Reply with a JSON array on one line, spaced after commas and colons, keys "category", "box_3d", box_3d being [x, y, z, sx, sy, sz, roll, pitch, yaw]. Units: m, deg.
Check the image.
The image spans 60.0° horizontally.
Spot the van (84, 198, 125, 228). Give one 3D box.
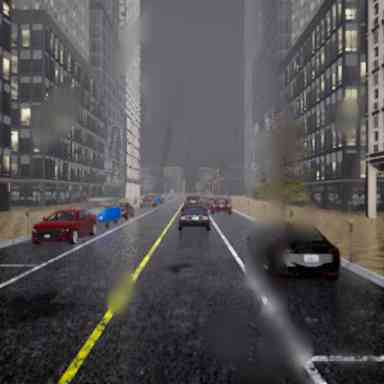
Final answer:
[{"category": "van", "box_3d": [-5.675, 1.249, 20.992, 1.690, 1.788, 3.998, 0, 0, 0]}]

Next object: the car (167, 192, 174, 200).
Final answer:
[{"category": "car", "box_3d": [-5.645, 1.160, 77.743, 1.752, 1.417, 4.829, 0, 0, 0]}]

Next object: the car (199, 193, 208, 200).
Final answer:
[{"category": "car", "box_3d": [2.736, 1.074, 77.893, 1.967, 1.590, 4.097, 0, 0, 0]}]

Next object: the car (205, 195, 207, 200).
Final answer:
[{"category": "car", "box_3d": [2.717, 1.383, 43.742, 1.802, 1.307, 4.206, 0, 0, 0]}]

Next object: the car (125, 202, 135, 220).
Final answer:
[{"category": "car", "box_3d": [-5.673, 1.464, 26.685, 1.802, 1.307, 4.206, 0, 0, 0]}]

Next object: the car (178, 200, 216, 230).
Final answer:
[{"category": "car", "box_3d": [0.108, 1.458, 20.274, 2.033, 1.411, 5.357, 0, 0, 0]}]

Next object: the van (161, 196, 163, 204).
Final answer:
[{"category": "van", "box_3d": [-5.659, 1.115, 49.453, 1.690, 1.788, 3.998, 0, 0, 0]}]

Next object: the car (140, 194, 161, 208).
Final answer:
[{"category": "car", "box_3d": [-5.663, 1.241, 43.760, 1.967, 1.590, 4.097, 0, 0, 0]}]

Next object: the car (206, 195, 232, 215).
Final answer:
[{"category": "car", "box_3d": [2.712, 1.295, 32.357, 1.967, 1.590, 4.097, 0, 0, 0]}]

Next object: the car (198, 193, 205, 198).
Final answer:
[{"category": "car", "box_3d": [2.745, 1.098, 94.969, 2.008, 1.369, 4.403, 0, 0, 0]}]

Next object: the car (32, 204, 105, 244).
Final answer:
[{"category": "car", "box_3d": [-5.679, 1.478, 15.300, 1.887, 1.381, 4.507, 0, 0, 0]}]

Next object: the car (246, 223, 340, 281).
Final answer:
[{"category": "car", "box_3d": [2.698, 1.524, 9.591, 1.947, 1.339, 4.313, 0, 0, 0]}]

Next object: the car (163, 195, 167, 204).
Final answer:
[{"category": "car", "box_3d": [-5.657, 1.312, 55.146, 1.947, 1.339, 4.313, 0, 0, 0]}]

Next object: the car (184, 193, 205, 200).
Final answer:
[{"category": "car", "box_3d": [0.121, 1.175, 39.074, 2.097, 1.767, 4.553, 0, 0, 0]}]

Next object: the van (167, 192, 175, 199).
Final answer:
[{"category": "van", "box_3d": [-5.638, 0.918, 89.297, 1.690, 1.788, 3.998, 0, 0, 0]}]
